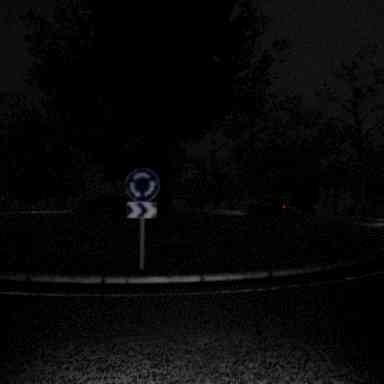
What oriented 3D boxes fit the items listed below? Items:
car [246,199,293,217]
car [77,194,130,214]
[{"bbox_3d":[7.656,1.471,33.210,4.553,1.767,2.097,0,0,41],"label":"car"},{"bbox_3d":[-9.326,1.188,35.385,5.566,2.045,2.150,0,-1,-23],"label":"car"}]
